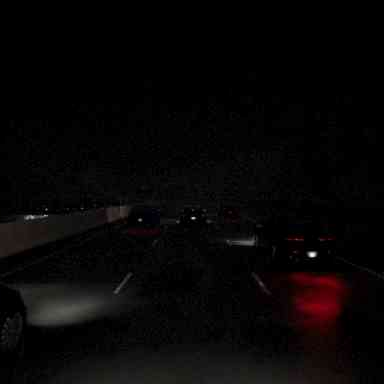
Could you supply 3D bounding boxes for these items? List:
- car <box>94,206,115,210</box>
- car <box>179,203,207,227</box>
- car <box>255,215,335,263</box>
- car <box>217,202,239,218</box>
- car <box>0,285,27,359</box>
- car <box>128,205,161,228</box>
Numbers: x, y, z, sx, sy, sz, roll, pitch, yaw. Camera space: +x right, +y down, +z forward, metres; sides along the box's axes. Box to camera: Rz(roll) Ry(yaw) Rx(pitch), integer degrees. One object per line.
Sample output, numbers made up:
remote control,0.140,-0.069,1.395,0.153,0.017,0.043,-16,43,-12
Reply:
car,-10.584,1.595,42.030,2.150,2.045,5.566,0,0,0
car,0.094,1.788,24.867,1.994,1.385,4.181,0,0,0
car,3.595,1.619,12.355,1.837,1.490,4.892,0,0,0
car,3.592,1.783,33.846,1.882,1.535,5.008,0,0,0
car,-3.403,1.554,3.100,1.812,1.442,4.674,0,0,0
car,-3.406,1.696,24.367,1.882,1.535,5.008,0,0,0
